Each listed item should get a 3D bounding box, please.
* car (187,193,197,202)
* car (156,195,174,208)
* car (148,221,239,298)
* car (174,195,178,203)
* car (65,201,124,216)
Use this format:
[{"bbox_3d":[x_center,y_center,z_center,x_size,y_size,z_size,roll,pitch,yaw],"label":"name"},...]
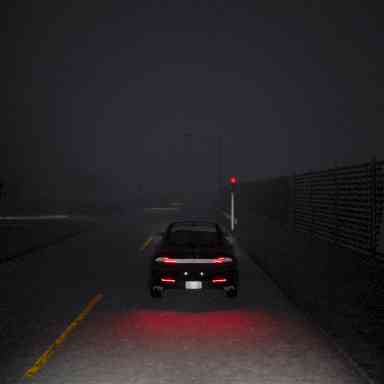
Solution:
[{"bbox_3d":[0.061,1.225,78.741,2.150,2.045,5.566,0,0,0],"label":"car"},{"bbox_3d":[-4.060,1.505,48.482,1.837,1.490,4.892,0,0,0],"label":"car"},{"bbox_3d":[0.055,1.492,8.524,2.128,1.511,4.902,0,0,1],"label":"car"},{"bbox_3d":[-3.973,1.351,67.128,2.097,1.767,4.553,0,0,1],"label":"car"},{"bbox_3d":[-9.270,1.547,31.861,5.357,1.411,2.033,0,0,-11],"label":"car"}]
